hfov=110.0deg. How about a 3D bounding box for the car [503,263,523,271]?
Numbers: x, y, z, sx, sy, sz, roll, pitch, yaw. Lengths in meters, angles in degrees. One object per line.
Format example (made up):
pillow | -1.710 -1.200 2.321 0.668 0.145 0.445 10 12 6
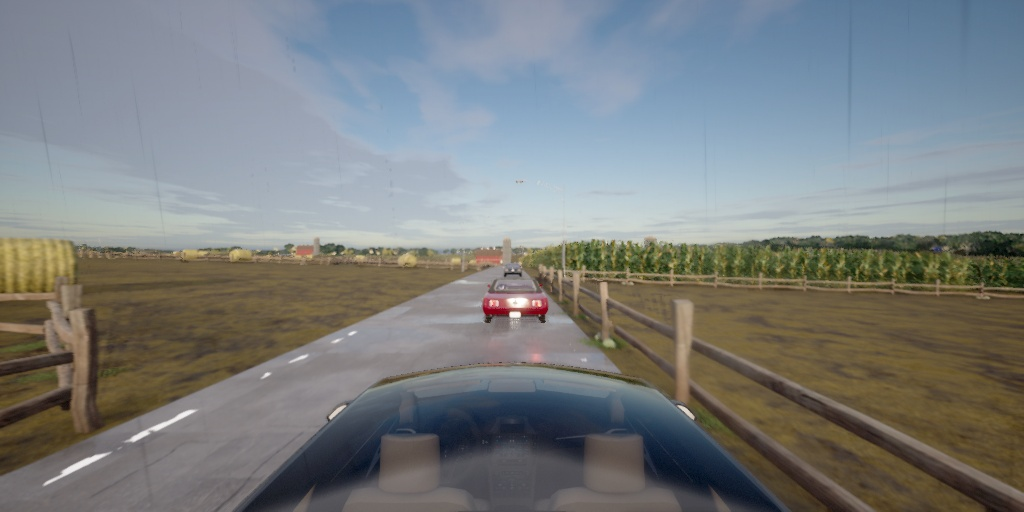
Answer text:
car | 0.086 1.401 36.406 2.033 1.411 5.357 0 0 0

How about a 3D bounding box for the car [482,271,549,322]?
car | 0.095 1.356 12.234 1.895 1.301 4.718 0 0 0
